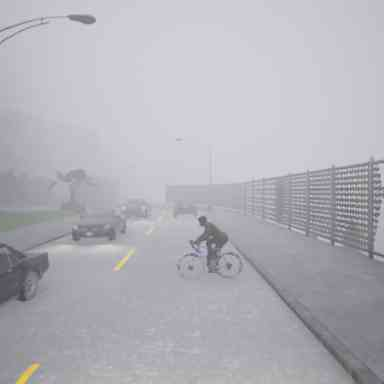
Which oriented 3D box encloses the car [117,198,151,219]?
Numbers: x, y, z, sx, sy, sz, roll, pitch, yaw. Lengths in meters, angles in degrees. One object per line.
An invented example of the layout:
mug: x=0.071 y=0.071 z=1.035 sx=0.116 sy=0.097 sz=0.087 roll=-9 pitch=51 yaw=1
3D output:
car: x=-4.720 y=1.345 z=28.562 sx=2.097 sy=1.767 sz=4.553 roll=0 pitch=0 yaw=-2

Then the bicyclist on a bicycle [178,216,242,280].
bicyclist on a bicycle: x=0.446 y=1.432 z=8.463 sx=1.656 sy=1.620 sz=0.582 roll=-1 pitch=0 yaw=-1

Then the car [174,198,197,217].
car: x=-0.632 y=1.345 z=31.336 sx=2.097 sy=1.767 sz=4.553 roll=0 pitch=0 yaw=-2

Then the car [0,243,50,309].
car: x=-4.199 y=1.600 z=5.516 sx=1.895 sy=1.301 sz=4.718 roll=0 pitch=0 yaw=-1

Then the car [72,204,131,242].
car: x=-4.443 y=1.522 z=16.555 sx=1.812 sy=1.442 sz=4.674 roll=0 pitch=0 yaw=-1
